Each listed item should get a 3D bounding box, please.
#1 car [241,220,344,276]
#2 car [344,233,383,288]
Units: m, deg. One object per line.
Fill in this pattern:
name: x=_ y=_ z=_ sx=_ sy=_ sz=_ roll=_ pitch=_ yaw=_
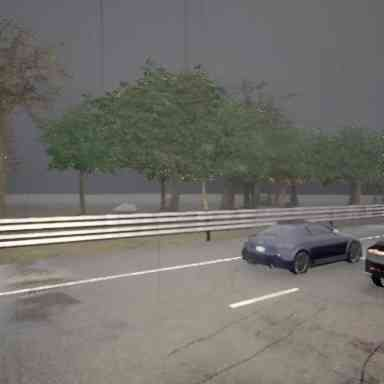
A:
car: x=3.572 y=1.593 z=10.595 sx=4.181 sy=1.385 sz=1.994 roll=0 pitch=0 yaw=-36
car: x=6.144 y=1.523 z=8.134 sx=4.902 sy=1.511 sz=2.128 roll=0 pitch=0 yaw=-36
